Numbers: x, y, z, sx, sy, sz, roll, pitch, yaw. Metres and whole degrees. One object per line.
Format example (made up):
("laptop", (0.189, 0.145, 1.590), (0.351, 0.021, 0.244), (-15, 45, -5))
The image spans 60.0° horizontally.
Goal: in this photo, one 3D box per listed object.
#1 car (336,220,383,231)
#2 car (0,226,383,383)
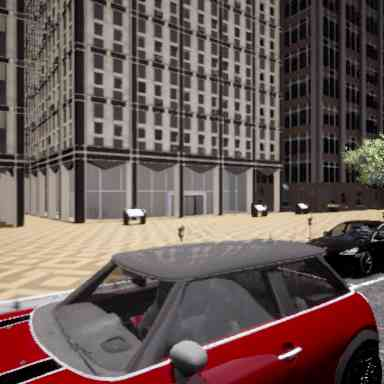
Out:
("car", (5.314, 1.563, 10.352), (4.313, 1.339, 1.947), (0, 0, -35))
("car", (-0.227, 1.352, 3.158), (4.553, 1.767, 2.097), (0, 0, -35))
